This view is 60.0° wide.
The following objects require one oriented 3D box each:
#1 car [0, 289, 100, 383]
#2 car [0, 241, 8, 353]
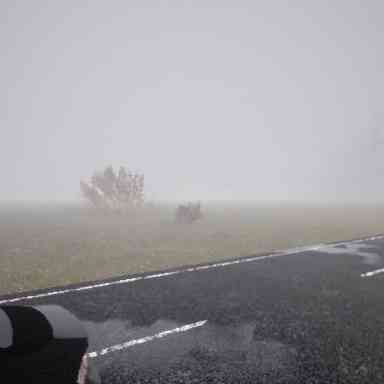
[{"bbox_3d":[-2.925,1.496,1.590,4.902,1.511,2.128,0,0,-36],"label":"car"},{"bbox_3d":[-5.033,1.531,4.078,4.674,1.442,1.812,0,0,-36],"label":"car"}]
